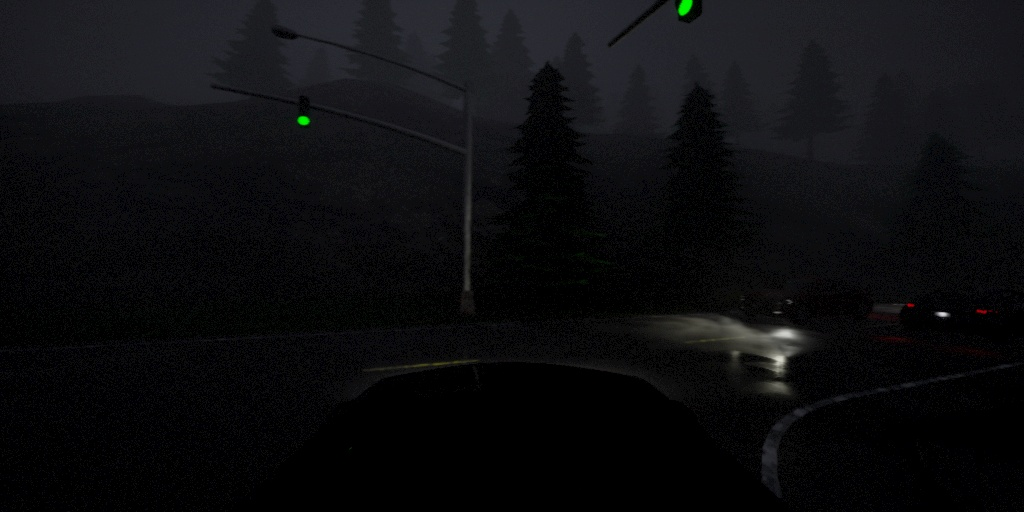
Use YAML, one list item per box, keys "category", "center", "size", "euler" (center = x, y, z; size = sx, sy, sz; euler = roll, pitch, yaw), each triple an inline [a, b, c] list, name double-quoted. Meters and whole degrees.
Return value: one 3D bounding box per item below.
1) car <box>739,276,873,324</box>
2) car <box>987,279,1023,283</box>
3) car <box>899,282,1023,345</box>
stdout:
- category: "car"
  center: [10.639, 1.476, 13.014]
  size: [5.008, 1.535, 1.882]
  euler: [1, -1, -19]
- category: "car"
  center: [22.891, 1.755, 16.430]
  size: [4.181, 1.385, 1.994]
  euler: [1, -1, -7]
- category: "car"
  center: [13.434, 1.572, 10.292]
  size: [4.181, 1.385, 1.994]
  euler: [1, -1, -20]
